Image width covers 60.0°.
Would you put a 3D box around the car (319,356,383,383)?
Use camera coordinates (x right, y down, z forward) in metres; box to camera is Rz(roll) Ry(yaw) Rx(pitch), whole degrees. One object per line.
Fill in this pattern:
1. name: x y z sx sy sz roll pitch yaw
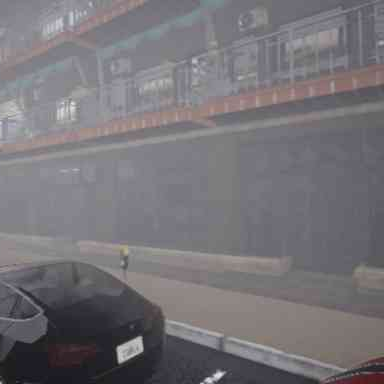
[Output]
1. car: 2.320 1.429 1.197 4.097 1.590 1.967 -1 -1 35

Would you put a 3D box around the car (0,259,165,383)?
1. car: -2.300 1.602 4.483 4.313 1.339 1.947 -1 -1 35
